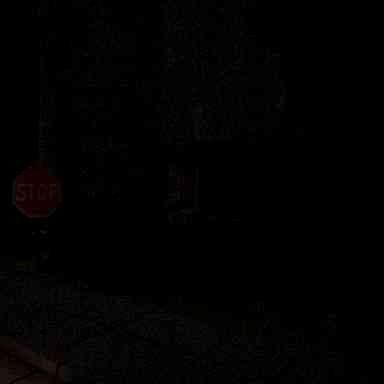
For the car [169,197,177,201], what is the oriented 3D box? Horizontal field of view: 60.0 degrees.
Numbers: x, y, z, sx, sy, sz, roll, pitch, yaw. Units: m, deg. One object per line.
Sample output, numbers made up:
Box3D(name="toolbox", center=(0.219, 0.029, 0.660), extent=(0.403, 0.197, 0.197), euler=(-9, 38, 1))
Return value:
Box3D(name="car", center=(-5.451, 2.091, 85.182), extent=(4.193, 1.474, 1.816), euler=(-1, 0, 35))
